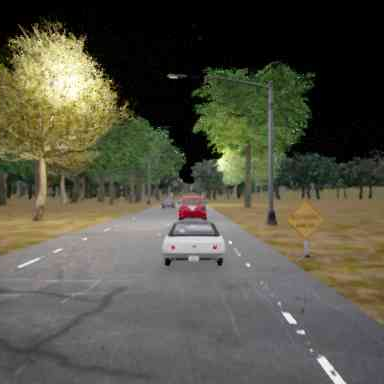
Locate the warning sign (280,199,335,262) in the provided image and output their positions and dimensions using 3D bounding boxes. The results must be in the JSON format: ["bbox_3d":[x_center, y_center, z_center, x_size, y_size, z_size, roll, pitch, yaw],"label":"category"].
[{"bbox_3d":[3.534,1.147,10.342,1.300,1.860,1.060,-1,-1,0],"label":"warning sign"}]

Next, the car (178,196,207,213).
[{"bbox_3d":[0.059,1.364,27.122,2.150,2.045,5.566,0,0,0],"label":"car"}]

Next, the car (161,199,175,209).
[{"bbox_3d":[-3.589,1.843,50.692,1.837,1.490,4.892,0,-1,0],"label":"car"}]

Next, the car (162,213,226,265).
[{"bbox_3d":[0.060,1.640,11.830,1.895,1.301,4.718,0,0,0],"label":"car"}]
